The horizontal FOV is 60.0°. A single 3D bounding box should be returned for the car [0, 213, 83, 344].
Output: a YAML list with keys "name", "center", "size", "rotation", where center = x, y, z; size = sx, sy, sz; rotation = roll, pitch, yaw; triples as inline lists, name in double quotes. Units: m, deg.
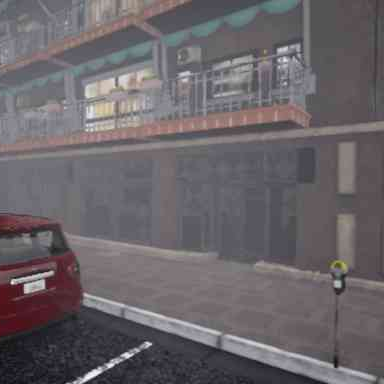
- name: "car"
  center: [-3.978, 1.300, 5.696]
  size: [5.009, 1.841, 2.192]
  rotation: [0, 1, 36]
